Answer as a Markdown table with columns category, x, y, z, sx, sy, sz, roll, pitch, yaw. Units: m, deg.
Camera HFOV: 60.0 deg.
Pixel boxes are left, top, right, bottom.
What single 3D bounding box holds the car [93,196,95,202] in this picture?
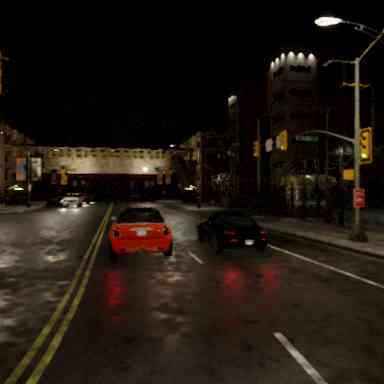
| category | x | y | z | sx | sy | sz | roll | pitch | yaw |
| --- | --- | --- | --- | --- | --- | --- | --- | --- | --- |
| car | -22.727 | 1.280 | 73.554 | 2.097 | 1.767 | 4.553 | 0 | 0 | -12 |

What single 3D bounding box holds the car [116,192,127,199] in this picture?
| category | x | y | z | sx | sy | sz | roll | pitch | yaw |
| --- | --- | --- | --- | --- | --- | --- | --- | --- | --- |
| car | -16.205 | 1.127 | 76.549 | 2.150 | 2.045 | 5.566 | 0 | 0 | -12 |

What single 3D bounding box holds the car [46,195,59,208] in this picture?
| category | x | y | z | sx | sy | sz | roll | pitch | yaw |
| --- | --- | --- | --- | --- | --- | --- | --- | --- | --- |
| car | -20.340 | 1.454 | 49.442 | 2.097 | 1.535 | 5.008 | 0 | 0 | -13 |

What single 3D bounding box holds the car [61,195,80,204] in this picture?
| category | x | y | z | sx | sy | sz | roll | pitch | yaw |
| --- | --- | --- | --- | --- | --- | --- | --- | --- | --- |
| car | -24.190 | 1.436 | 66.206 | 2.231 | 1.521 | 4.892 | 0 | 0 | -3 |

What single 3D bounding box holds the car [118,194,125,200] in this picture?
| category | x | y | z | sx | sy | sz | roll | pitch | yaw |
| --- | --- | --- | --- | --- | --- | --- | --- | --- | --- |
| car | -18.384 | 1.351 | 86.705 | 1.812 | 1.442 | 4.674 | 0 | 0 | -13 |

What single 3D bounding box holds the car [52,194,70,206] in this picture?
| category | x | y | z | sx | sy | sz | roll | pitch | yaw |
| --- | --- | --- | --- | --- | --- | --- | --- | --- | --- |
| car | -21.877 | 1.322 | 55.682 | 2.185 | 1.767 | 4.553 | 0 | 0 | -13 |

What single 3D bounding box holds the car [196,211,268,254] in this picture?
| category | x | y | z | sx | sy | sz | roll | pitch | yaw |
| --- | --- | --- | --- | --- | --- | --- | --- | --- | --- |
| car | 1.456 | 1.494 | 13.299 | 1.812 | 1.442 | 4.674 | 0 | 0 | -11 |

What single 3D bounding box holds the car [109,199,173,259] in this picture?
| category | x | y | z | sx | sy | sz | roll | pitch | yaw |
| --- | --- | --- | --- | --- | --- | --- | --- | --- | --- |
| car | -2.027 | 1.334 | 12.768 | 2.097 | 1.767 | 4.553 | 0 | 0 | -11 |

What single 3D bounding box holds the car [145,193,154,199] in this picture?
| category | x | y | z | sx | sy | sz | roll | pitch | yaw |
| --- | --- | --- | --- | --- | --- | --- | --- | --- | --- |
| car | -10.309 | 1.471 | 80.811 | 1.895 | 1.301 | 4.718 | 0 | 0 | -13 |

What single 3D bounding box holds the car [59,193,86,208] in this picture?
| category | x | y | z | sx | sy | sz | roll | pitch | yaw |
| --- | --- | --- | --- | --- | --- | --- | --- | --- | --- |
| car | -17.023 | 1.188 | 47.634 | 2.150 | 2.045 | 5.566 | 0 | 0 | -12 |

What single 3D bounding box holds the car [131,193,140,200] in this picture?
| category | x | y | z | sx | sy | sz | roll | pitch | yaw |
| --- | --- | --- | --- | --- | --- | --- | --- | --- | --- |
| car | -14.961 | 1.168 | 87.431 | 2.097 | 1.767 | 4.553 | 0 | 0 | -13 |

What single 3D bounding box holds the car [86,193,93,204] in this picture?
| category | x | y | z | sx | sy | sz | roll | pitch | yaw |
| --- | --- | --- | --- | --- | --- | --- | --- | --- | --- |
| car | -19.784 | 1.172 | 60.210 | 2.150 | 2.045 | 5.566 | 0 | 0 | -12 |

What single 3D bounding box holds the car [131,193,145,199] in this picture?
| category | x | y | z | sx | sy | sz | roll | pitch | yaw |
| --- | --- | --- | --- | --- | --- | --- | --- | --- | --- |
| car | -12.782 | 1.428 | 77.281 | 2.033 | 1.411 | 5.357 | 0 | 0 | -12 |
